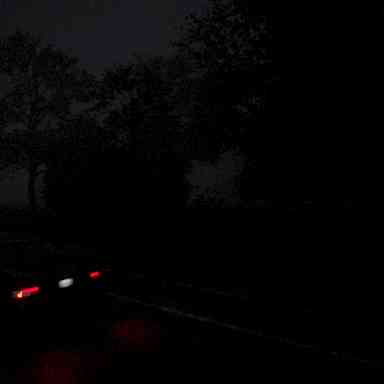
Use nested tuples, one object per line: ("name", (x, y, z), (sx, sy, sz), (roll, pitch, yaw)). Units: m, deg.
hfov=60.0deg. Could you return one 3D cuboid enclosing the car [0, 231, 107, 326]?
("car", (-4.114, 1.546, 6.926), (5.357, 1.411, 2.033), (0, 0, 35))
